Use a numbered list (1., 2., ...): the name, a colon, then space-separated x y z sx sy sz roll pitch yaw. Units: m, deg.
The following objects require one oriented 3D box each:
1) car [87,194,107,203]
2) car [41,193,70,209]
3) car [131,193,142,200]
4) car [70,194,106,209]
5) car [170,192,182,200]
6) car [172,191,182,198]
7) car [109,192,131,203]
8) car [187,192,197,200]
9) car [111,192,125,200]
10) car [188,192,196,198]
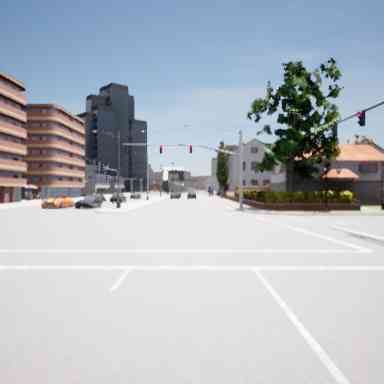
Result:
1. car: -15.095 1.006 52.982 1.994 1.385 4.181 0 1 0
2. car: -15.108 0.959 37.388 2.097 1.767 4.553 0 0 0
3. car: -11.528 0.825 68.264 2.033 1.411 5.357 0 1 0
4. car: -11.609 1.147 37.771 2.033 1.411 5.357 0 1 0
5. car: -3.528 0.767 68.928 2.128 1.511 4.902 0 1 0
6. car: -3.532 0.657 79.344 2.128 1.511 4.902 0 1 0
7. car: -11.598 0.993 52.607 2.033 1.411 5.357 0 1 0
8. car: -0.028 0.751 68.929 1.882 1.535 5.008 0 1 0
9. car: -15.027 0.806 67.826 1.812 1.442 4.674 0 1 0
10. car: -0.032 0.684 79.346 1.994 1.385 4.181 0 1 0
